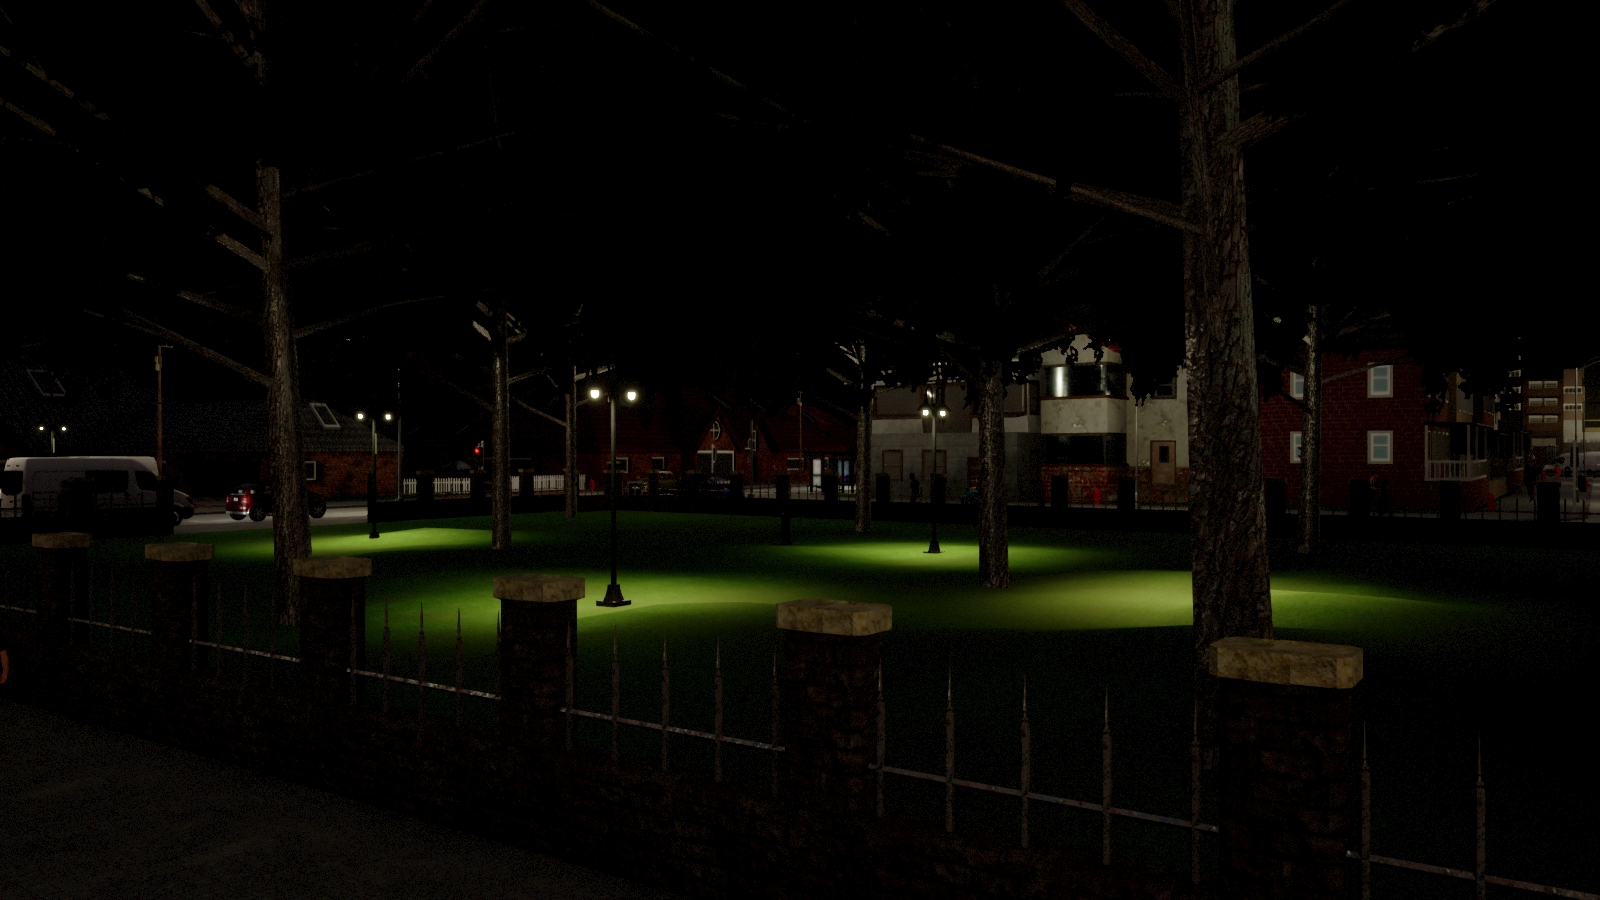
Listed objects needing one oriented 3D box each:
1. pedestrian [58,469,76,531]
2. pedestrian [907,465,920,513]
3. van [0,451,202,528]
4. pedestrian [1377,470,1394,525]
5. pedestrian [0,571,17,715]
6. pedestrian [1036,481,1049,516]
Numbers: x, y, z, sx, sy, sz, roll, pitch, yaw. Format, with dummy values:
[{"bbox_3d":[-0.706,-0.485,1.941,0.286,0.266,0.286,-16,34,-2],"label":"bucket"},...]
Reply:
[{"bbox_3d":[-22.416,1.525,34.939,0.375,1.860,0.375,0,0,39],"label":"pedestrian"},{"bbox_3d":[4.486,1.524,45.059,0.375,1.860,0.375,0,0,35],"label":"pedestrian"},{"bbox_3d":[-24.847,1.314,40.778,1.988,2.561,5.915,0,0,36],"label":"van"},{"bbox_3d":[20.061,1.628,39.131,0.375,1.860,0.375,0,0,-23],"label":"pedestrian"},{"bbox_3d":[-7.581,1.805,10.632,0.375,1.300,0.375,0,0,33],"label":"pedestrian"},{"bbox_3d":[9.090,1.804,42.846,0.375,1.300,0.375,0,0,29],"label":"pedestrian"}]
